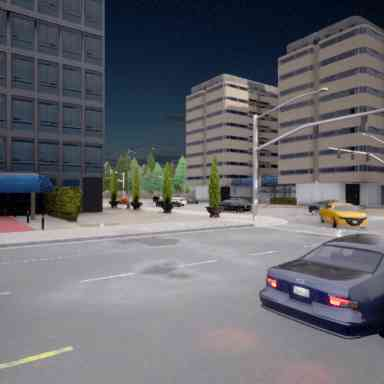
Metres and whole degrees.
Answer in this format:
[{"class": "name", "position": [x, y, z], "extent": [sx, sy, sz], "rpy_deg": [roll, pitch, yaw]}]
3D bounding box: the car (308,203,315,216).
[{"class": "car", "position": [13.171, 1.505, 30.621], "extent": [1.837, 1.490, 4.892], "rpy_deg": [-1, 0, -44]}]

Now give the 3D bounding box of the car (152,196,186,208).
[{"class": "car", "position": [-3.312, 1.601, 47.026], "extent": [1.895, 1.301, 4.718], "rpy_deg": [0, 0, -35]}]

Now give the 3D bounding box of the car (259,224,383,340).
[{"class": "car", "position": [3.702, 1.547, 6.462], "extent": [5.357, 1.411, 2.033], "rpy_deg": [0, 0, -35]}]

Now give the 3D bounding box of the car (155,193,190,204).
[{"class": "car", "position": [-3.140, 1.223, 52.885], "extent": [2.150, 2.045, 5.566], "rpy_deg": [0, 0, -35]}]

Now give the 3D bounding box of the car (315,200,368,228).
[{"class": "car", "position": [9.828, 1.478, 21.823], "extent": [1.882, 1.535, 5.008], "rpy_deg": [1, 0, 8]}]

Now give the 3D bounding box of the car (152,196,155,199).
[{"class": "car", "position": [-6.367, 1.223, 69.982], "extent": [2.150, 2.045, 5.566], "rpy_deg": [0, 0, -35]}]

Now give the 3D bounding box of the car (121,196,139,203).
[{"class": "car", "position": [-12.385, 1.401, 66.243], "extent": [1.895, 1.301, 4.718], "rpy_deg": [0, 0, -35]}]

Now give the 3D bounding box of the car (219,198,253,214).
[{"class": "car", "position": [4.726, 1.601, 35.554], "extent": [1.895, 1.301, 4.718], "rpy_deg": [0, 0, -35]}]

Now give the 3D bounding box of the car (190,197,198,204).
[{"class": "car", "position": [-0.647, 1.564, 61.855], "extent": [1.994, 1.385, 4.181], "rpy_deg": [0, 0, -34]}]

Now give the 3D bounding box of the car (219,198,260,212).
[{"class": "car", "position": [5.669, 1.492, 40.307], "extent": [2.128, 1.511, 4.902], "rpy_deg": [0, 0, -35]}]

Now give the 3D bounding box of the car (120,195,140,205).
[{"class": "car", "position": [-10.814, 1.352, 57.789], "extent": [2.097, 1.767, 4.553], "rpy_deg": [0, 0, -35]}]
